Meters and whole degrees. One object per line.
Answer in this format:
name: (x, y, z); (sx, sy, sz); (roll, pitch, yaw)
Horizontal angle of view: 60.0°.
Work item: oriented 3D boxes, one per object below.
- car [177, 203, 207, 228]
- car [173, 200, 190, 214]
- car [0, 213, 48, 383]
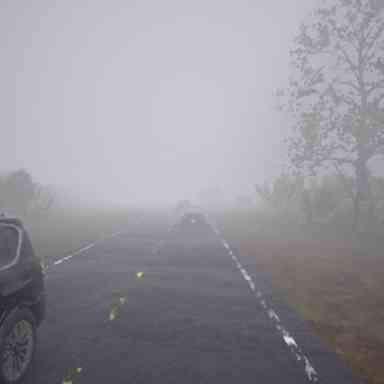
car: (0.072, 1.743, 23.899); (1.812, 1.442, 4.674); (0, 0, -1)
car: (-1.184, 1.722, 41.681); (2.097, 1.767, 4.553); (0, 0, -7)
car: (-3.066, 1.246, 2.342); (2.150, 2.045, 5.566); (0, -1, 0)
